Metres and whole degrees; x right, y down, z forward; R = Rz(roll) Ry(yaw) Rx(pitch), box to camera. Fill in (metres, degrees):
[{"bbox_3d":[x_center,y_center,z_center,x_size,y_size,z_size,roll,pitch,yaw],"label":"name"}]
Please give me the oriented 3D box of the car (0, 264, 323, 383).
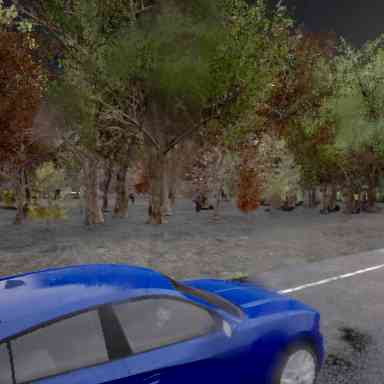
[{"bbox_3d":[-0.770,1.478,3.197,5.008,1.535,1.882,0,0,-35],"label":"car"}]
